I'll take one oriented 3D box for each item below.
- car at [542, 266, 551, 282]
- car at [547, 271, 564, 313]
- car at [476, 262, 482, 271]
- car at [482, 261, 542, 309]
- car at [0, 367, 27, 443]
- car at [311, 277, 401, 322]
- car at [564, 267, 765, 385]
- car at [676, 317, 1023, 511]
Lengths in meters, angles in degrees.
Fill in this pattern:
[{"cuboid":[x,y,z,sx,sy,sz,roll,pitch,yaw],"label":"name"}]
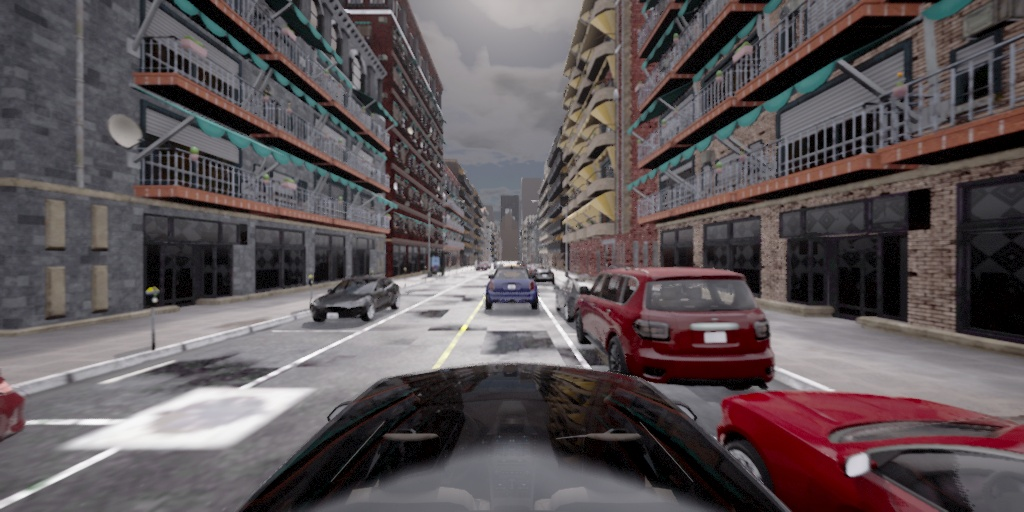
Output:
[{"cuboid":[2.508,1.581,29.474,1.948,1.339,4.313,0,0,0],"label":"car"},{"cuboid":[2.523,1.402,12.482,2.007,1.370,4.403,0,0,0],"label":"car"},{"cuboid":[-5.368,1.793,63.686,1.967,1.591,4.097,0,0,0],"label":"car"},{"cuboid":[-0.009,1.234,15.921,2.097,1.767,4.553,0,-1,0],"label":"car"},{"cuboid":[-5.316,1.330,1.526,1.802,1.307,4.207,0,0,0],"label":"car"},{"cuboid":[-5.325,1.421,12.828,1.948,1.339,4.313,0,0,0],"label":"car"},{"cuboid":[2.527,1.112,6.818,2.192,1.841,5.009,0,0,0],"label":"car"},{"cuboid":[2.532,1.290,1.154,1.888,1.381,4.507,0,0,0],"label":"car"}]
